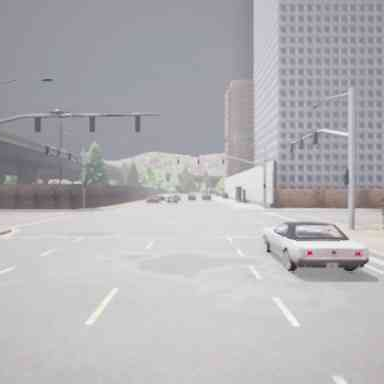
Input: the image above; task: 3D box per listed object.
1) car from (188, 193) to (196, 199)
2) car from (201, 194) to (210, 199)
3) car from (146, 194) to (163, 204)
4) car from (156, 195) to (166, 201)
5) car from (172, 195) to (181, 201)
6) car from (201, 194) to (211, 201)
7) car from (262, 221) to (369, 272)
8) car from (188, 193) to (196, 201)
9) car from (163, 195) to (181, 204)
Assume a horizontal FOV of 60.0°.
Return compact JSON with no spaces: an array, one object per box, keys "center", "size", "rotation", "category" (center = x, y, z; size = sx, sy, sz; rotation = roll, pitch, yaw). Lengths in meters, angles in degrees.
[{"center":[-0.008,1.083,88.044],"size":[1.837,1.490,4.892],"rotation":[0,0,0],"category":"car"},{"center":[3.492,1.122,88.044],"size":[2.033,1.411,5.357],"rotation":[0,0,0],"category":"car"},{"center":[-7.042,1.184,60.294],"size":[2.097,1.767,4.553],"rotation":[0,0,1],"category":"car"},{"center":[-7.007,1.384,75.711],"size":[1.895,1.301,4.718],"rotation":[0,0,0],"category":"car"},{"center":[-3.507,1.341,75.755],"size":[1.994,1.385,4.181],"rotation":[0,0,0],"category":"car"},{"center":[3.493,1.275,77.821],"size":[1.837,1.490,4.892],"rotation":[0,0,0],"category":"car"},{"center":[3.575,1.571,10.665],"size":[1.895,1.301,4.718],"rotation":[0,0,0],"category":"car"},{"center":[-0.007,1.253,77.822],"size":[1.882,1.535,5.008],"rotation":[0,0,0],"category":"car"},{"center":[-3.543,1.323,60.297],"size":[2.128,1.511,4.902],"rotation":[0,0,1],"category":"car"}]
